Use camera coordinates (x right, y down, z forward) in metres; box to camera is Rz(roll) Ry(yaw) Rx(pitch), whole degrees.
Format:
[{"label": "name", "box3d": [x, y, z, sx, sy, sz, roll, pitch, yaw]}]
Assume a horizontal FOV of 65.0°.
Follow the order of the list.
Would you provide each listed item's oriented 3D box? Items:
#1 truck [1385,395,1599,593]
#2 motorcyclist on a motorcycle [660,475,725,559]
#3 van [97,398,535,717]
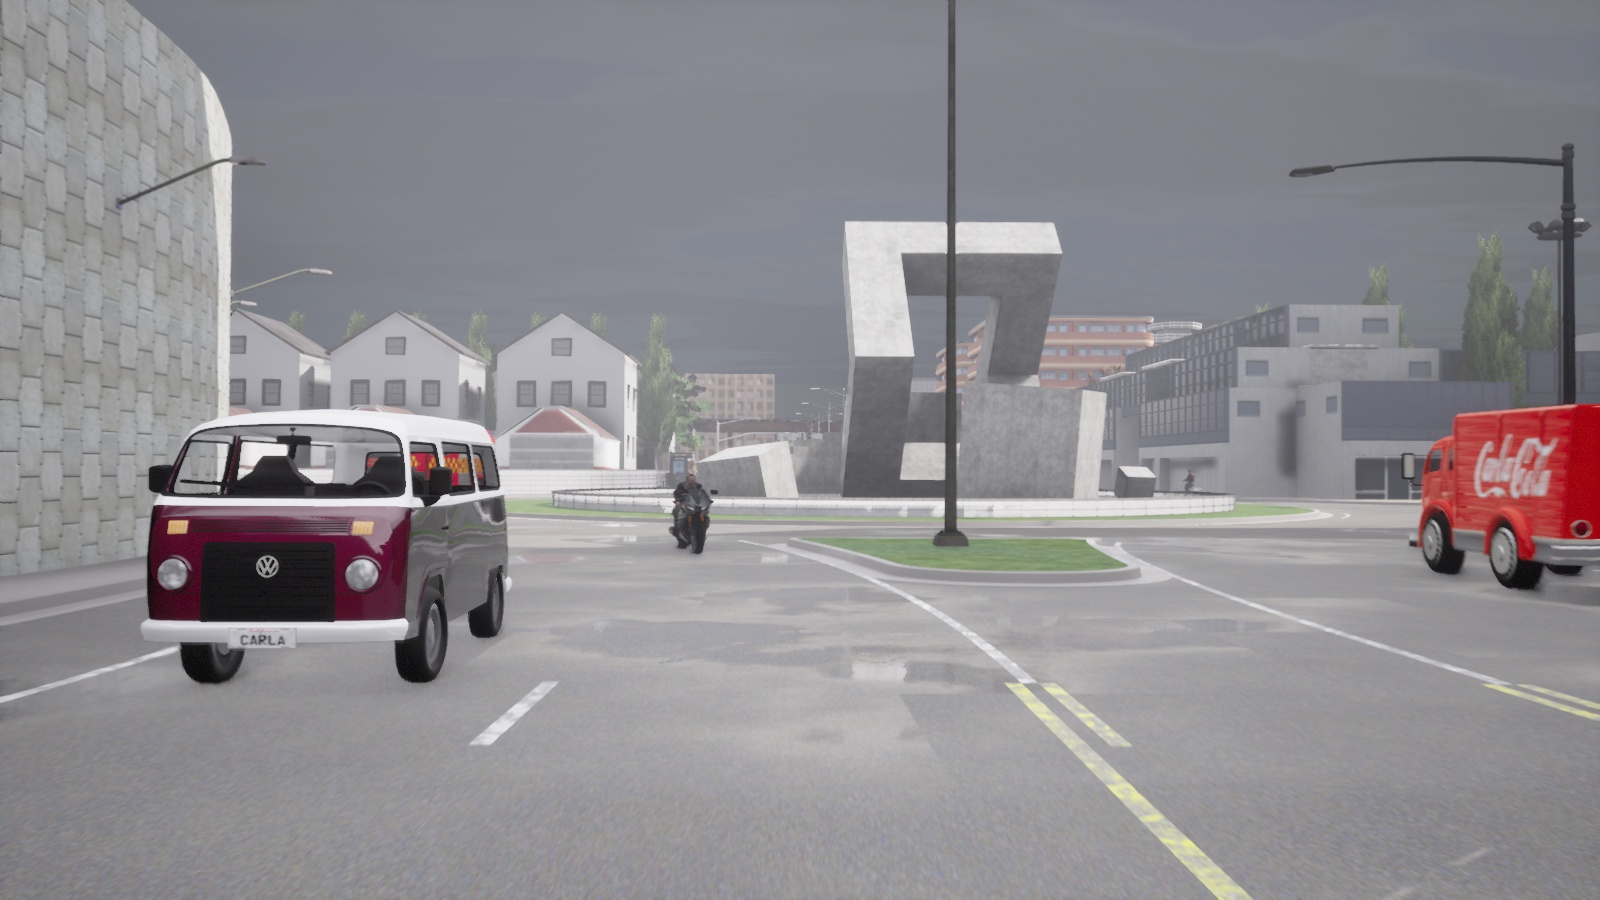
[{"label": "truck", "box3d": [10.853, 0.583, 18.195, 2.627, 2.467, 5.204, 0, -1, 4]}, {"label": "motorcyclist on a motorcycle", "box3d": [-2.093, 1.254, 24.176, 0.866, 1.530, 2.191, 0, -1, -15]}, {"label": "van", "box3d": [-3.577, 0.721, 10.324, 2.069, 2.038, 4.480, 0, -1, -3]}]
